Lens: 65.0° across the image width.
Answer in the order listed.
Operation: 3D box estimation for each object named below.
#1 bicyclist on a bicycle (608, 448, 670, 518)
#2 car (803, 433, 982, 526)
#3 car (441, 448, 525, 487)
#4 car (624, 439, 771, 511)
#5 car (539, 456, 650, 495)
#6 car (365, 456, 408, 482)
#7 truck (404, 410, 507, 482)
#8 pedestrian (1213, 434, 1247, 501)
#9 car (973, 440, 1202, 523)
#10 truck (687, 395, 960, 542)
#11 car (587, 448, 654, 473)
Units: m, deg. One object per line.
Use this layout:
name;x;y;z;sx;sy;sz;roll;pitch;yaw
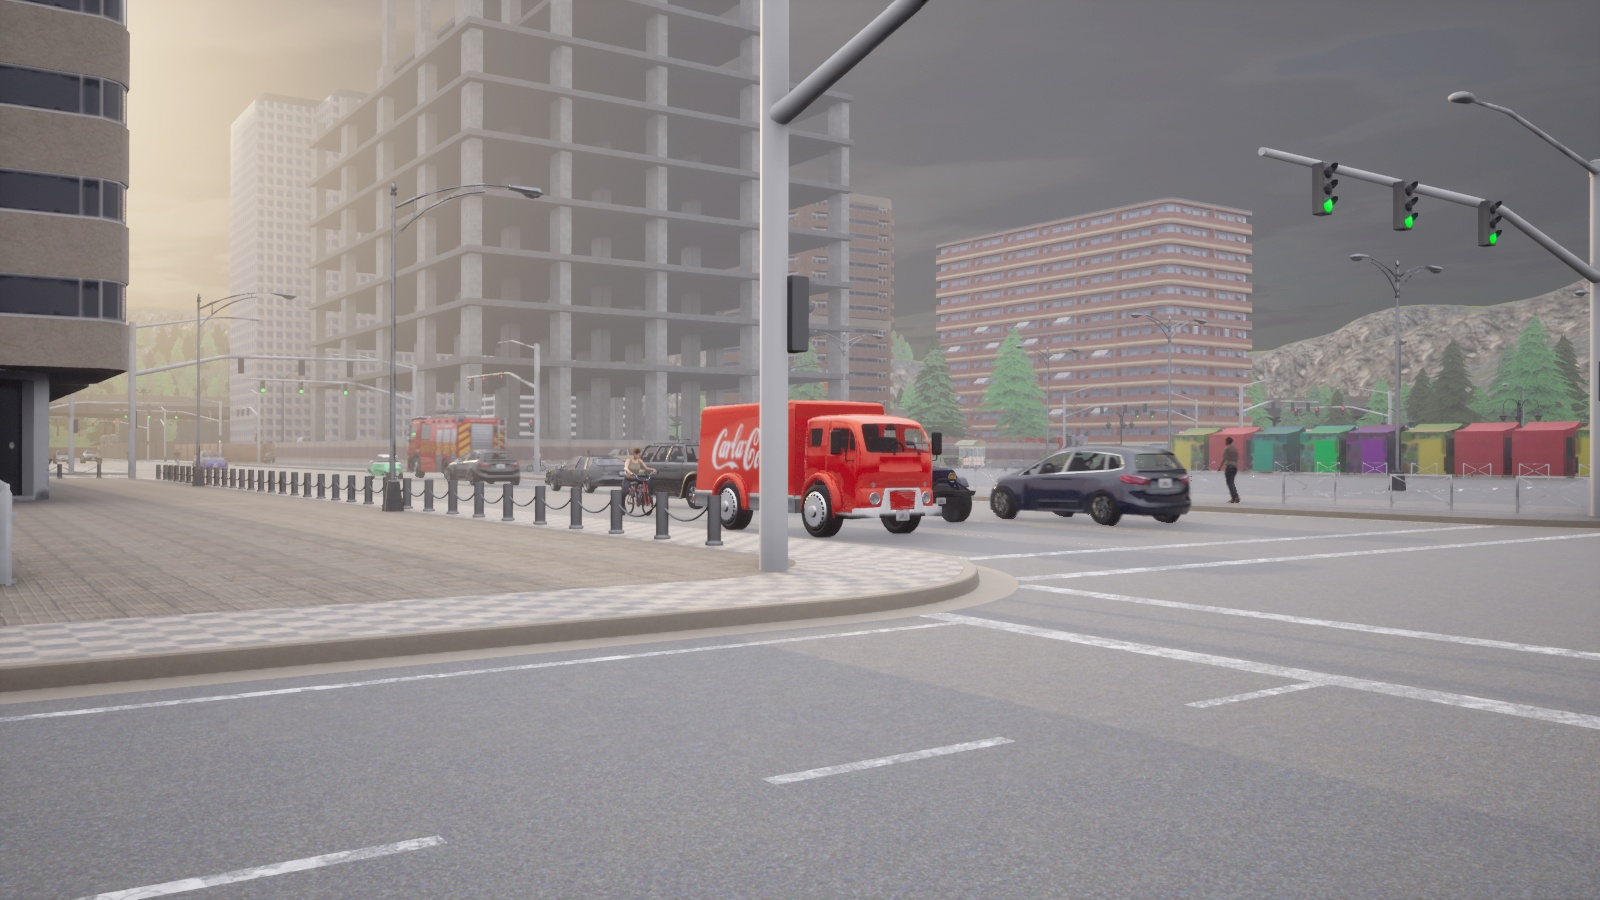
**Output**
bicyclist on a bicycle;-3.851;0.763;29.902;0.866;1.612;1.509;0;0;-35
car;1.961;0.604;27.694;1.905;1.878;3.866;0;0;-35
car;-14.506;0.761;57.324;2.242;1.667;4.611;0;0;-35
car;-2.904;0.652;34.644;1.932;1.855;4.605;0;0;-36
car;-7.905;0.926;47.893;2.033;1.411;5.357;0;0;-35
car;-22.588;1.007;68.579;1.481;1.376;2.207;0;0;-40
truck;-19.471;-0.218;70.518;2.891;3.827;8.468;0;0;-35
pedestrian;11.669;0.462;34.089;0.328;1.805;0.869;0;0;-32
car;6.240;0.644;27.717;2.242;1.667;4.611;0;0;-35
truck;0.298;0.316;23.968;2.627;2.467;5.204;0;0;-35
car;-13.560;0.767;95.001;4.605;1.855;1.932;0;0;-35
